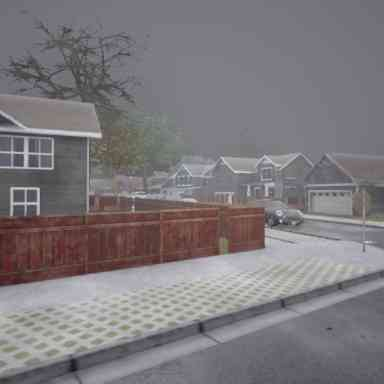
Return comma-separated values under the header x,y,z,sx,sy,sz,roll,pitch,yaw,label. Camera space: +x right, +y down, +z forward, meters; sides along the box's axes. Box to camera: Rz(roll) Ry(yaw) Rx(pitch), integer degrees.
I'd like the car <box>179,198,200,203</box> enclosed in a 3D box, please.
x,y,z,sx,sy,sz,roll,pitch,yaw,label
-0.290,1.385,34.552,1.812,1.442,4.674,0,0,-25,car

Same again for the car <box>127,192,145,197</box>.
x,y,z,sx,sy,sz,roll,pitch,yaw,label
-9.994,0.984,59.669,2.150,2.045,5.566,0,0,-30,car

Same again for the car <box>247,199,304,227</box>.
x,y,z,sx,sy,sz,roll,pitch,yaw,label
5.254,1.275,22.042,2.097,1.767,4.553,0,0,-23,car

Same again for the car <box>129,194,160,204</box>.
x,y,z,sx,sy,sz,roll,pitch,yaw,label
-6.902,1.344,48.093,2.033,1.411,5.357,0,0,-27,car

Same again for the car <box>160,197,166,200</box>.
x,y,z,sx,sy,sz,roll,pitch,yaw,label
-5.213,1.402,50.994,1.895,1.301,4.718,0,0,-28,car
